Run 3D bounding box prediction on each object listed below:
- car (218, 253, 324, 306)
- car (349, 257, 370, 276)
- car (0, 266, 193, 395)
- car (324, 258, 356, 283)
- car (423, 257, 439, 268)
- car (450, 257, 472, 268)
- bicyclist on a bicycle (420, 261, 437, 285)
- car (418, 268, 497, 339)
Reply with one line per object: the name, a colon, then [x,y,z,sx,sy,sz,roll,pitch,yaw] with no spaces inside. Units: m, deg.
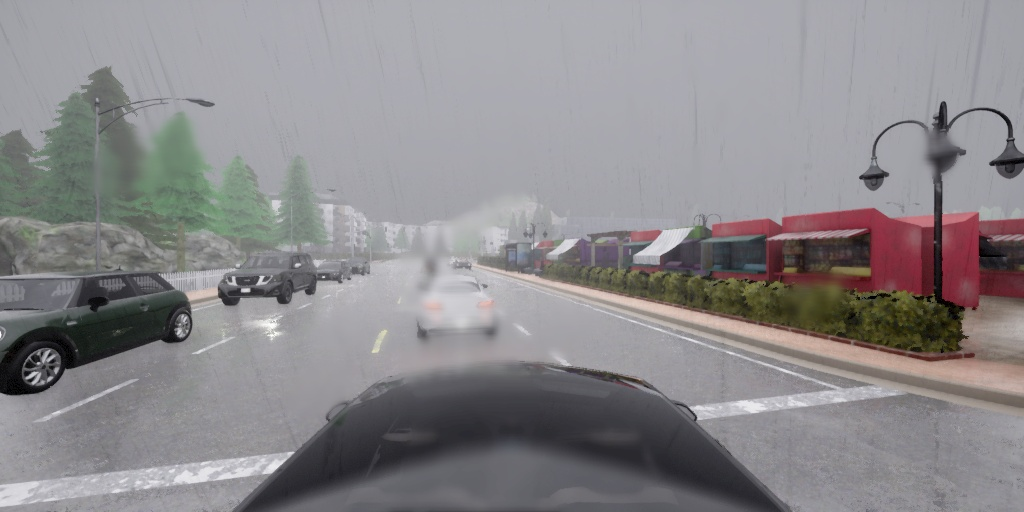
car: [-10.332,0.876,15.725,2.150,2.045,5.566,0,0,-14]
car: [-14.558,0.876,33.318,2.097,1.767,4.553,0,0,-13]
car: [-8.083,1.076,6.304,2.097,1.767,4.553,0,0,-13]
car: [-12.648,1.088,25.341,1.837,1.490,4.892,0,0,-13]
car: [-11.418,0.901,50.815,1.837,1.490,4.892,0,0,-13]
car: [-6.107,1.049,43.814,1.895,1.301,4.718,0,0,-14]
bicyclist on a bicycle: [-4.524,1.079,19.691,0.582,1.620,1.656,0,1,24]
car: [-1.581,1.225,9.874,1.812,1.442,4.674,0,0,-13]
